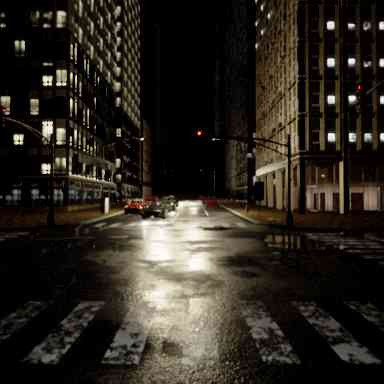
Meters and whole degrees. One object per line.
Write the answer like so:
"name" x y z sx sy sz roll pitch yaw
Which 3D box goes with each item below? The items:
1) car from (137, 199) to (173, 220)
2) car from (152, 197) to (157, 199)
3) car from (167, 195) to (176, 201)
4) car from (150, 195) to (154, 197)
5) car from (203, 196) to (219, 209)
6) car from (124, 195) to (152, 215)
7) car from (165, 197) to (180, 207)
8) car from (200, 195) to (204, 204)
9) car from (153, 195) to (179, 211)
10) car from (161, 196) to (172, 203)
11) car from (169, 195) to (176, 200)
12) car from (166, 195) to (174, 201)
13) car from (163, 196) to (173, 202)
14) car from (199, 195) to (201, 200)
"car" -3.054 1.552 28.294 2.033 1.411 5.357 0 0 0
"car" -5.618 1.588 39.411 1.802 1.307 4.206 1 0 0
"car" -5.541 1.567 89.587 2.008 1.369 4.403 1 0 0
"car" -5.604 1.322 44.986 2.192 1.841 5.009 1 0 0
"car" 2.771 1.589 45.035 1.802 1.307 4.206 1 0 0
"car" -5.623 1.445 33.836 1.967 1.590 4.097 1 0 0
"car" -3.012 1.556 51.980 2.033 1.411 5.357 0 0 0
"car" 2.790 1.535 56.361 1.752 1.417 4.829 1 0 0
"car" -3.030 1.358 39.899 2.097 1.767 4.553 0 0 1
"car" -5.566 1.557 72.862 1.887 1.381 4.507 1 0 0
"car" -5.533 1.584 95.162 1.947 1.339 4.313 1 0 0
"car" -5.550 1.560 84.012 1.887 1.381 4.507 1 0 0
"car" -5.558 1.565 78.437 2.008 1.369 4.403 1 0 0
"car" 2.797 1.576 61.768 1.947 1.339 4.313 1 0 0
